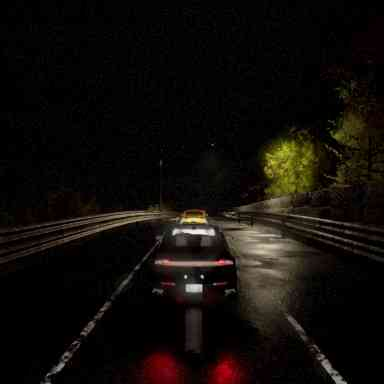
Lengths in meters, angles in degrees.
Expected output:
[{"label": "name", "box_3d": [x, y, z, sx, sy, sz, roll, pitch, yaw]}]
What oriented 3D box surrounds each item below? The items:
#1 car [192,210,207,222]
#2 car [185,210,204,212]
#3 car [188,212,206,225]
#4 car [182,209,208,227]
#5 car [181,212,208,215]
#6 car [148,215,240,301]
[{"label": "car", "box_3d": [1.029, 3.318, 45.858, 1.882, 1.535, 5.008, 0, -4, 3]}, {"label": "car", "box_3d": [0.172, 2.033, 24.306, 1.882, 1.535, 5.008, 0, -3, 1]}, {"label": "car", "box_3d": [0.598, 2.842, 36.533, 1.895, 1.301, 4.718, 0, -4, 2]}, {"label": "car", "box_3d": [0.307, 2.359, 30.412, 2.128, 1.511, 4.902, 0, -3, 1]}, {"label": "car", "box_3d": [0.087, 1.872, 16.908, 1.895, 1.301, 4.718, 0, -2, 0]}, {"label": "car", "box_3d": [0.049, 1.562, 8.448, 2.128, 1.511, 4.902, 0, -1, 0]}]
